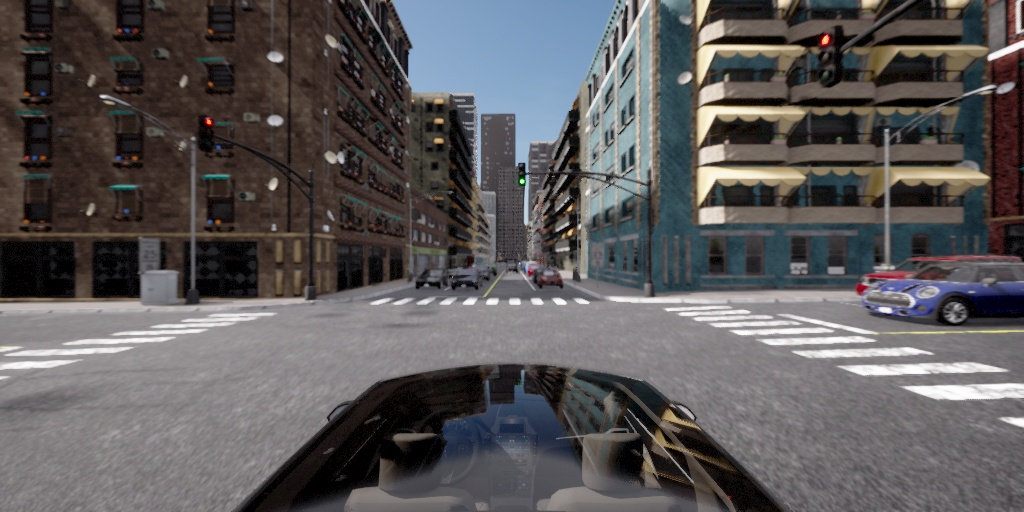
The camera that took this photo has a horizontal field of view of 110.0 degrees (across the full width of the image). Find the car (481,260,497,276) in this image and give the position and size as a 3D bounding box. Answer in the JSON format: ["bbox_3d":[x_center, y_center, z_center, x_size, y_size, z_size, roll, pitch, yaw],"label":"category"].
[{"bbox_3d":[-3.062,1.510,46.381,2.150,2.045,5.566,0,-1,0],"label":"car"}]

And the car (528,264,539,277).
[{"bbox_3d":[2.706,1.671,31.535,1.948,1.339,4.313,0,0,0],"label":"car"}]

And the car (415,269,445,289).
[{"bbox_3d":[-5.678,1.605,26.029,1.948,1.339,4.313,0,0,0],"label":"car"}]

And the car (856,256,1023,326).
[{"bbox_3d":[13.282,0.979,10.605,4.553,1.767,2.097,-1,0,1],"label":"car"}]

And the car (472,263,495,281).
[{"bbox_3d":[-3.080,1.705,35.754,2.033,1.411,5.357,0,-1,-1],"label":"car"}]

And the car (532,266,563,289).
[{"bbox_3d":[2.703,1.621,26.012,1.802,1.307,4.207,0,0,0],"label":"car"}]

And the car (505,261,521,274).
[{"bbox_3d":[0.029,1.900,55.060,1.837,1.490,4.892,0,-1,0],"label":"car"}]

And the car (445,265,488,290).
[{"bbox_3d":[-3.083,1.582,25.620,2.033,1.411,5.357,0,-1,0],"label":"car"}]

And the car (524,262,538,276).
[{"bbox_3d":[2.712,1.786,42.581,1.888,1.381,4.507,0,0,0],"label":"car"}]

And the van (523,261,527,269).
[{"bbox_3d":[2.715,1.650,48.104,1.690,1.789,3.998,0,0,0],"label":"van"}]

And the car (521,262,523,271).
[{"bbox_3d":[2.719,1.943,53.628,1.948,1.339,4.313,0,0,0],"label":"car"}]
